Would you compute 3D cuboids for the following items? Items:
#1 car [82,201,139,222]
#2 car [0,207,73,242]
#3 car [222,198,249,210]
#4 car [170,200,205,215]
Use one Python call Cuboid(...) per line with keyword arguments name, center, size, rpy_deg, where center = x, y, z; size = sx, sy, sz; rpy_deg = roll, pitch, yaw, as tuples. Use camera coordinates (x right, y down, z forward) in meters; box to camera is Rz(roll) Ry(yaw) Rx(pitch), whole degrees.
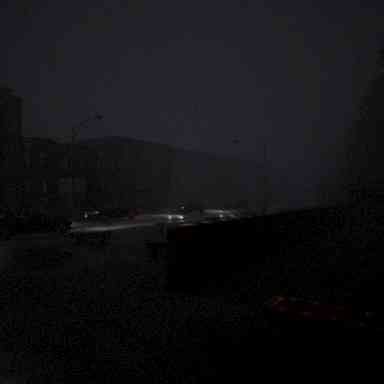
Cuboid(name="car", center=(-6.353, 1.492, 26.386), size=(2.128, 1.511, 4.902), rpy_deg=(0, 0, 36))
Cuboid(name="car", center=(-8.295, 1.491, 16.438), size=(2.128, 1.511, 4.902), rpy_deg=(0, 0, 36))
Cuboid(name="car", center=(5.696, 1.478, 43.154), size=(1.882, 1.535, 5.008), rpy_deg=(0, 0, 36))
Cuboid(name="car", center=(-0.356, 1.526, 34.750), size=(1.812, 1.442, 4.674), rpy_deg=(0, 0, 35))
